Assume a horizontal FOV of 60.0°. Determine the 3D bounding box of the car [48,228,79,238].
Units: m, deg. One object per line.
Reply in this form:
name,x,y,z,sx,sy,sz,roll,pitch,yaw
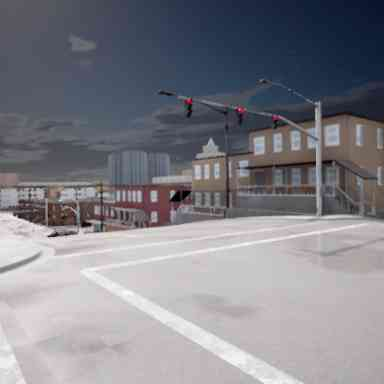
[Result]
car,-12.669,4.239,32.418,2.033,1.411,5.357,-2,-11,-36
